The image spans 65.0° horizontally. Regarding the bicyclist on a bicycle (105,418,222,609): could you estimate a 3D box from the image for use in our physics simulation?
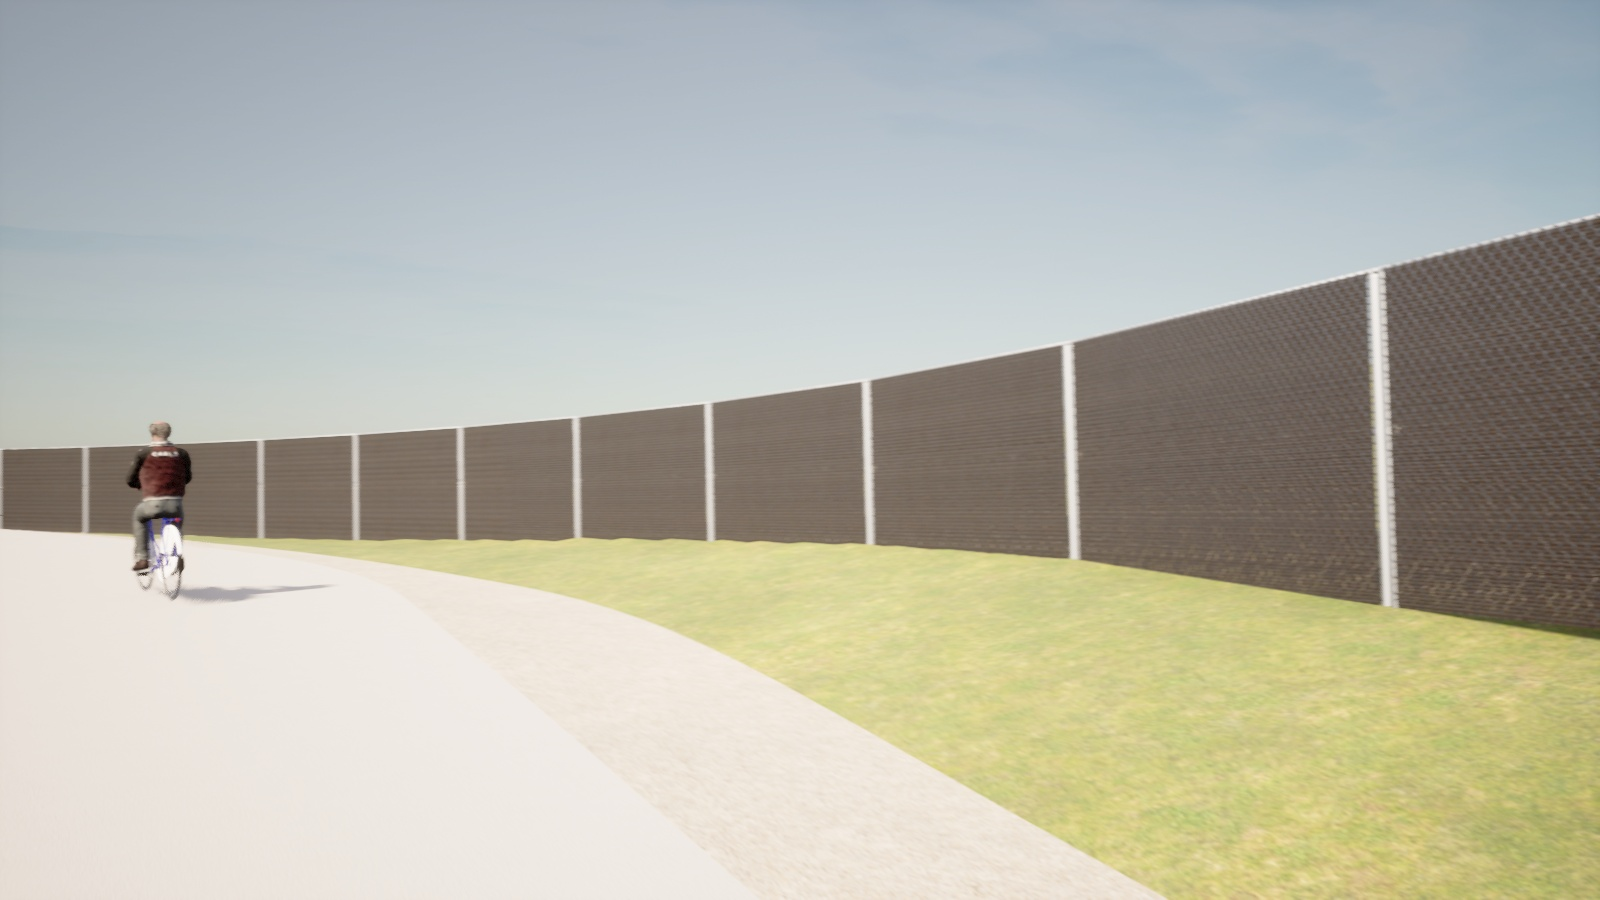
[{"bbox_3d":[-6.411,0.582,12.605,0.659,1.776,1.843,-1,1,-39],"label":"bicyclist on a bicycle"}]
